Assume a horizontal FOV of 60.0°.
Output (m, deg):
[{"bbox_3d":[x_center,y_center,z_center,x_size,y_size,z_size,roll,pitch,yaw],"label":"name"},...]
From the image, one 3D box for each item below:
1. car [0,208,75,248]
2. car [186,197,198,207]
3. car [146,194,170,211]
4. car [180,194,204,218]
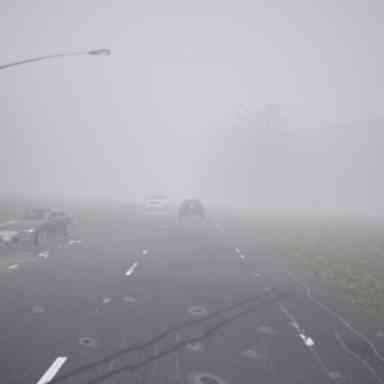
[{"bbox_3d":[-6.898,1.491,14.960,2.128,1.511,4.902,0,0,2],"label":"car"},{"bbox_3d":[-0.020,1.521,52.966,1.882,1.535,5.008,0,0,0],"label":"car"},{"bbox_3d":[-4.209,1.259,41.805,2.150,2.045,5.566,0,0,6],"label":"car"},{"bbox_3d":[-0.011,1.356,30.014,2.097,1.767,4.553,0,0,0],"label":"car"}]
